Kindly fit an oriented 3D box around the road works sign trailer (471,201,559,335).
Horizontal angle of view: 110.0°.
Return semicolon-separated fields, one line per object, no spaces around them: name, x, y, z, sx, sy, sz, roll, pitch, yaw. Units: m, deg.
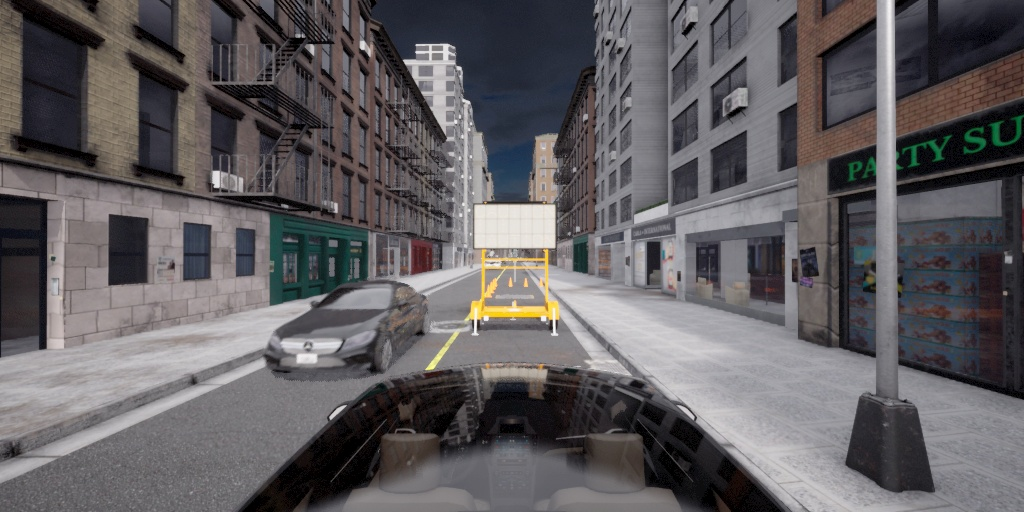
road works sign trailer;0.085;0.214;10.442;2.380;3.560;2.880;0;0;1

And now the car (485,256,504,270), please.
car;-2.698;0.953;51.246;2.150;2.045;5.566;0;0;0

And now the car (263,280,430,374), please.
car;-3.044;1.276;7.685;1.812;1.442;4.674;0;0;0
